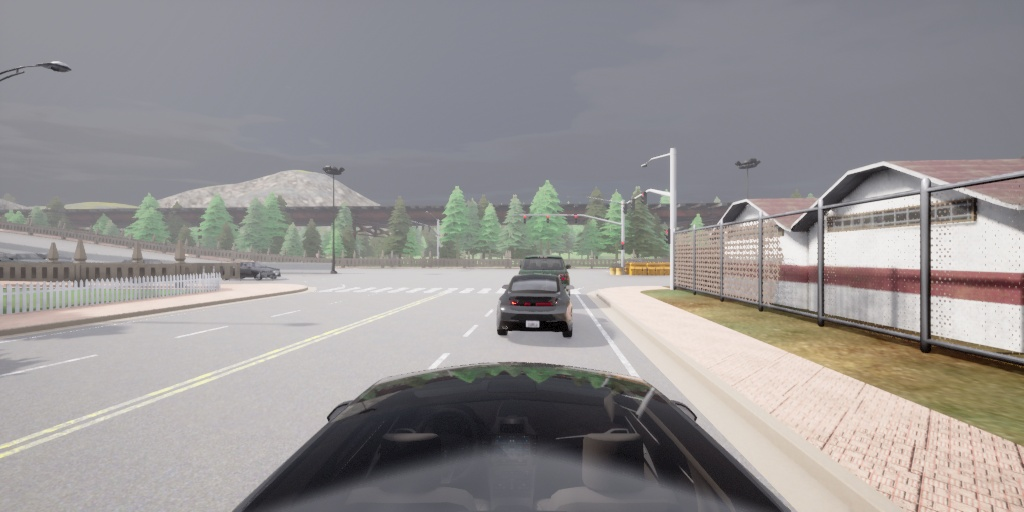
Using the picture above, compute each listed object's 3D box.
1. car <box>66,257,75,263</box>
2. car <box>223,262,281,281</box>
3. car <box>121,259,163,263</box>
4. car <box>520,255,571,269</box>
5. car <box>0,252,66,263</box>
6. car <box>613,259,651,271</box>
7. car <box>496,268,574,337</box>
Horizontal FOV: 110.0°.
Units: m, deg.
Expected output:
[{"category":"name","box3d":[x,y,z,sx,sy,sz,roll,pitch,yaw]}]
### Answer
[{"category":"car","box3d":[-45.259,0.480,35.168,4.892,1.490,1.837,5,0,5]},{"category":"car","box3d":[-21.915,1.239,29.927,4.902,1.511,2.128,0,0,5]},{"category":"car","box3d":[-31.000,1.051,30.593,4.553,1.767,2.097,1,0,4]},{"category":"car","box3d":[1.484,0.971,16.323,2.150,2.045,5.566,0,0,7]},{"category":"car","box3d":[-42.862,0.529,31.467,4.553,1.767,2.097,4,0,4]},{"category":"car","box3d":[15.173,1.241,45.063,4.902,1.511,2.128,0,0,4]},{"category":"car","box3d":[0.717,1.255,10.313,1.837,1.490,4.892,0,0,6]}]
